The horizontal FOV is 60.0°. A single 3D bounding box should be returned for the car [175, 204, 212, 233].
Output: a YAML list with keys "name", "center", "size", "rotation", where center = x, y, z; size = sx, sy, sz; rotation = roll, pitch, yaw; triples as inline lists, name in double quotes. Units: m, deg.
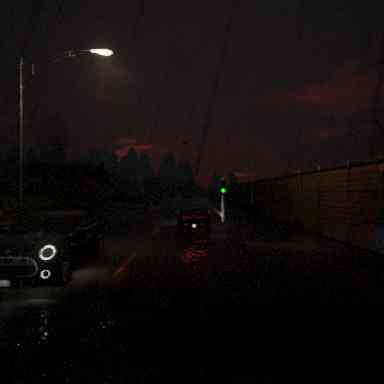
- name: "car"
  center: [0.104, 1.483, 19.628]
  size: [1.837, 1.490, 4.892]
  rotation: [0, 0, 0]

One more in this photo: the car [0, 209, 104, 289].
- name: "car"
  center: [-4.001, 1.340, 9.290]
  size: [2.097, 1.767, 4.553]
  rotation: [0, 0, 0]

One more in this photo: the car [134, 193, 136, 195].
- name: "car"
  center: [-17.287, 1.025, 92.277]
  size: [3.633, 1.501, 1.845]
  rotation: [0, 0, 0]
